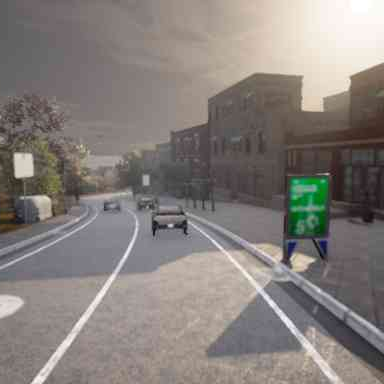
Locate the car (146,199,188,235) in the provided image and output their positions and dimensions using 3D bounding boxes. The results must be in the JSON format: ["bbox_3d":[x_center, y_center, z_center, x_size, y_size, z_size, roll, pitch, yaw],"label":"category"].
[{"bbox_3d":[-1.345,1.398,18.436,2.128,1.511,4.902,-1,0,-7],"label":"car"}]

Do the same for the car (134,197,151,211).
[{"bbox_3d":[-5.478,1.356,38.418,1.837,1.490,4.892,-2,0,-15],"label":"car"}]

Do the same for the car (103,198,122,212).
[{"bbox_3d":[-9.238,1.455,38.435,2.128,1.511,4.902,-2,0,-16],"label":"car"}]
